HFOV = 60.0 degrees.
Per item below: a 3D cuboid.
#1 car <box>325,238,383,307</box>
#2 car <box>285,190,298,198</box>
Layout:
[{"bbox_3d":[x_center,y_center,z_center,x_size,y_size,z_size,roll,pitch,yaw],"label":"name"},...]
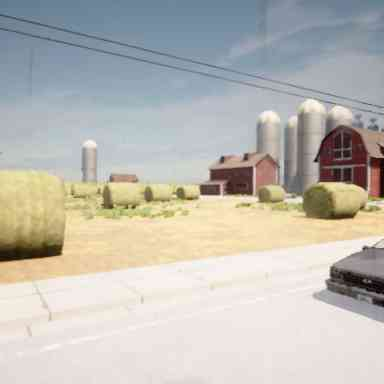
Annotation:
[{"bbox_3d":[5.307,1.505,7.311,5.357,1.411,2.033,0,1,-32],"label":"car"},{"bbox_3d":[20.799,0.509,71.565,3.866,1.878,1.905,-1,6,14],"label":"car"}]
